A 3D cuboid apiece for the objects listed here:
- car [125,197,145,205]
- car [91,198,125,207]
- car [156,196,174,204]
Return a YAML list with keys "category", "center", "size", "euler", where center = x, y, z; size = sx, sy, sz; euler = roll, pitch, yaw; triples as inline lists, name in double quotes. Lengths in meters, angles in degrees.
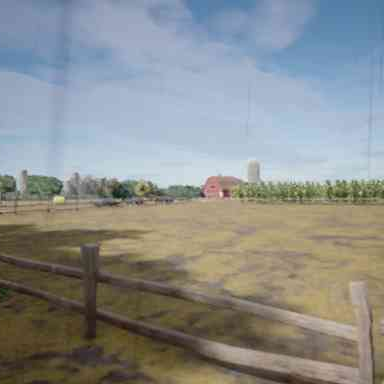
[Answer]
- category: "car"
  center: [-11.176, 1.799, 65.032]
  size: [1.837, 1.490, 4.892]
  euler: [-2, -2, 33]
- category: "car"
  center: [-14.217, 1.724, 55.234]
  size: [2.033, 1.411, 5.357]
  euler: [-2, -1, 33]
- category: "car"
  center: [-5.646, 1.639, 68.545]
  size: [1.837, 1.490, 4.892]
  euler: [-2, -2, 33]
